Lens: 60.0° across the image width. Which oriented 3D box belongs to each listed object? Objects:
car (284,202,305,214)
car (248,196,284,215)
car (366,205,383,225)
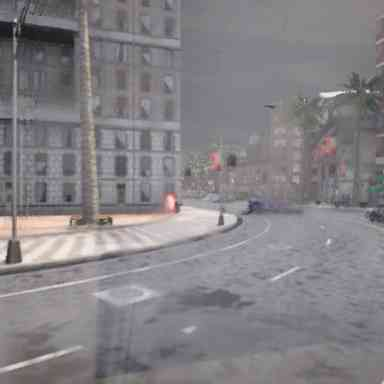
[{"bbox_3d":[11.321,1.816,38.939,1.895,1.301,4.718,0,0,-8],"label":"car"},{"bbox_3d":[8.007,1.428,37.479,2.150,2.045,5.566,0,0,-7],"label":"car"},{"bbox_3d":[14.716,1.686,24.797,2.033,1.411,5.357,0,0,11],"label":"car"}]
